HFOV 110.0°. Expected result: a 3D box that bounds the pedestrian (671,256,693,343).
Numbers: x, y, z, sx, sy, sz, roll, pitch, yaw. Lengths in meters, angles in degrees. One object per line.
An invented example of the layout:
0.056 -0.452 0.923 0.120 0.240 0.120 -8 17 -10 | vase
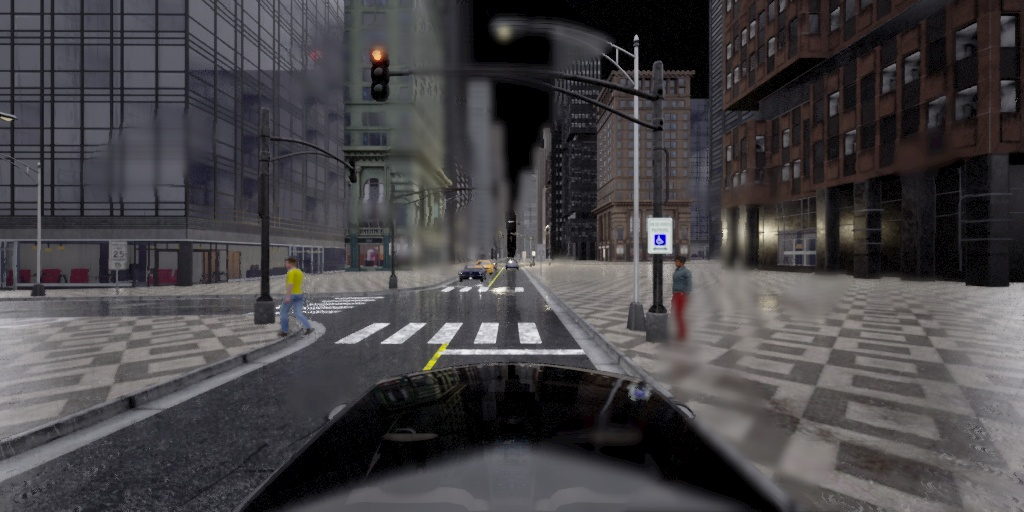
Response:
3.593 0.891 7.668 0.375 1.860 0.375 0 0 0 | pedestrian

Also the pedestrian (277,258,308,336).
-5.043 0.884 8.226 0.375 1.860 0.375 0 0 0 | pedestrian

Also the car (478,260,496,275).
-3.084 1.231 39.477 1.882 1.535 5.008 0 0 0 | car

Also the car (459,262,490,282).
-3.088 1.351 28.994 1.895 1.301 4.718 0 0 0 | car

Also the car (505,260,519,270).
0.015 1.325 53.451 1.994 1.385 4.181 0 0 0 | car
